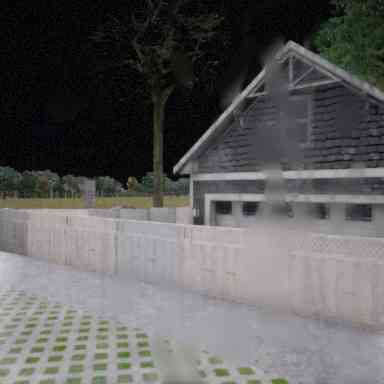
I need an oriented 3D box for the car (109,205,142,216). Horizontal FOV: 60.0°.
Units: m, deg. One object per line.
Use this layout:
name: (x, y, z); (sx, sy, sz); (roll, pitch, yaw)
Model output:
car: (-6.308, 1.859, 29.100); (1.994, 1.385, 4.181); (0, -1, 34)
